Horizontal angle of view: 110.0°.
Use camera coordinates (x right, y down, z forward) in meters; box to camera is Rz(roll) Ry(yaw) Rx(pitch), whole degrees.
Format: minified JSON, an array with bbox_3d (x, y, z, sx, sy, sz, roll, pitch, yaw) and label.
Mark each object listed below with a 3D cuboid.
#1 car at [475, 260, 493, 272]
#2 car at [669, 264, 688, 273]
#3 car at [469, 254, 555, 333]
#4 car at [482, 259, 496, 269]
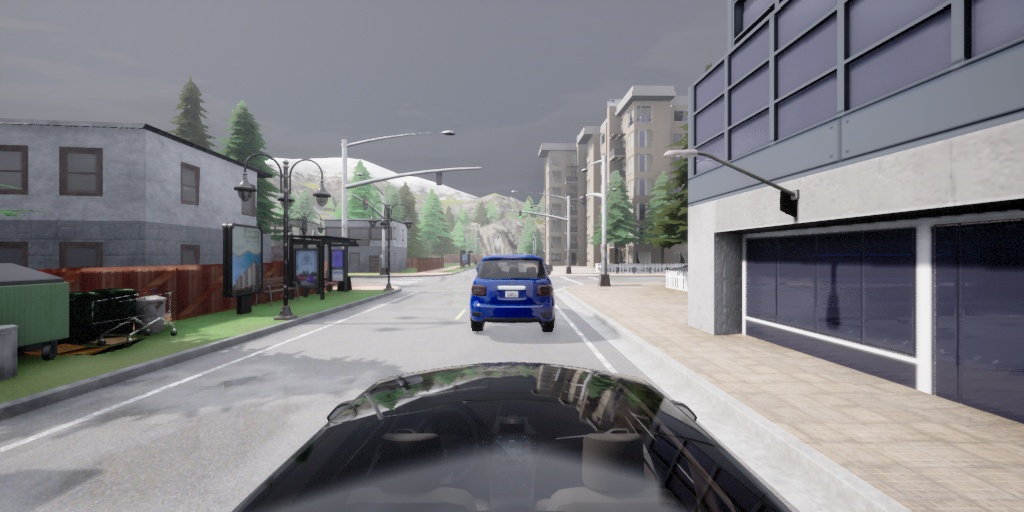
[{"bbox_3d":[-3.598,1.297,47.243,2.033,1.411,5.357,0,0,0],"label":"car"},{"bbox_3d":[16.501,1.270,31.822,4.892,1.490,1.837,0,0,-2],"label":"car"},{"bbox_3d":[0.051,0.972,10.952,2.150,2.045,5.566,0,0,1],"label":"car"},{"bbox_3d":[-3.592,1.227,57.164,1.882,1.535,5.008,0,0,0],"label":"car"}]
